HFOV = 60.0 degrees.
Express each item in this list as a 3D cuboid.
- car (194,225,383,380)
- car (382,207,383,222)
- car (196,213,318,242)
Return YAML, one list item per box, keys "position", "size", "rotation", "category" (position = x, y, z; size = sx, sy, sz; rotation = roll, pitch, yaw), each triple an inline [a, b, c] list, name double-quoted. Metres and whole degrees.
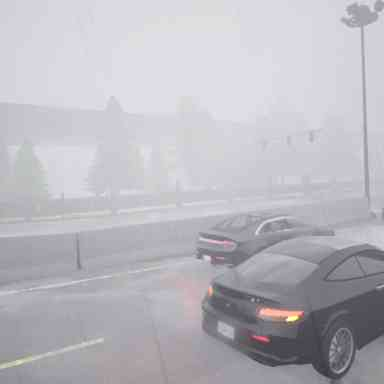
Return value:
- position: [2.282, 1.463, 5.397]
  size: [4.674, 1.442, 1.812]
  rotation: [-2, 1, -36]
  category: "car"
- position: [10.946, 0.820, 15.954]
  size: [4.892, 1.490, 1.837]
  rotation: [-4, 2, -36]
  category: "car"
- position: [2.336, 1.359, 9.751]
  size: [4.902, 1.511, 2.128]
  rotation: [-2, 1, -36]
  category: "car"
